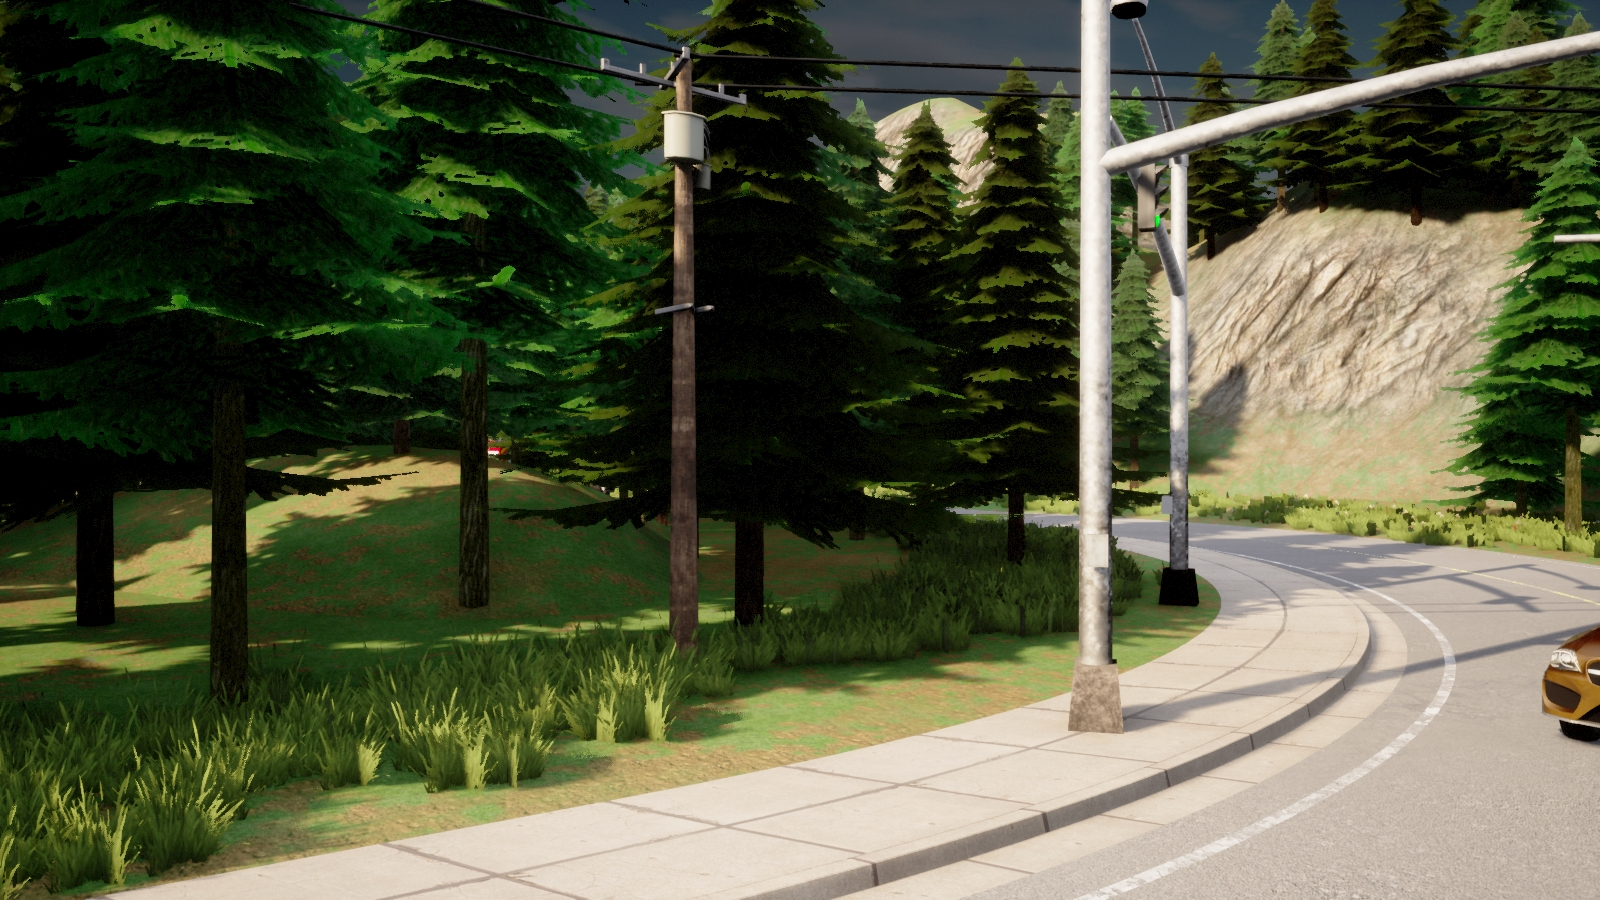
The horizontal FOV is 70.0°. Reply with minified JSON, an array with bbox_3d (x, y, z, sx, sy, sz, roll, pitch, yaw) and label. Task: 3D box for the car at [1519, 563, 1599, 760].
[{"bbox_3d":[9.577,1.970,11.147,5.027,1.651,2.152,0,0,-29],"label":"car"}]
